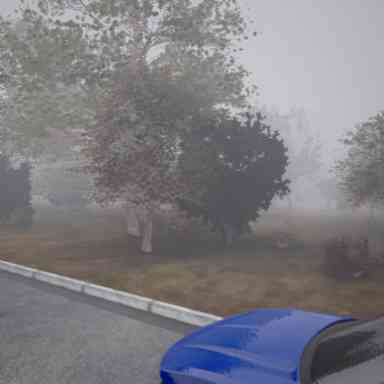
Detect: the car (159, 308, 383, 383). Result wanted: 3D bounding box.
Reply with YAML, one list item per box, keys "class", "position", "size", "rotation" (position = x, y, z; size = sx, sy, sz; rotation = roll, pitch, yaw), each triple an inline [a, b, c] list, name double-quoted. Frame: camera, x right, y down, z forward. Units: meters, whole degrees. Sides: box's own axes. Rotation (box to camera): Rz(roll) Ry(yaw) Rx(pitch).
- class: "car"
  position: [1.985, 1.478, 1.962]
  size: [5.008, 1.535, 1.882]
  rotation: [0, 0, 35]
